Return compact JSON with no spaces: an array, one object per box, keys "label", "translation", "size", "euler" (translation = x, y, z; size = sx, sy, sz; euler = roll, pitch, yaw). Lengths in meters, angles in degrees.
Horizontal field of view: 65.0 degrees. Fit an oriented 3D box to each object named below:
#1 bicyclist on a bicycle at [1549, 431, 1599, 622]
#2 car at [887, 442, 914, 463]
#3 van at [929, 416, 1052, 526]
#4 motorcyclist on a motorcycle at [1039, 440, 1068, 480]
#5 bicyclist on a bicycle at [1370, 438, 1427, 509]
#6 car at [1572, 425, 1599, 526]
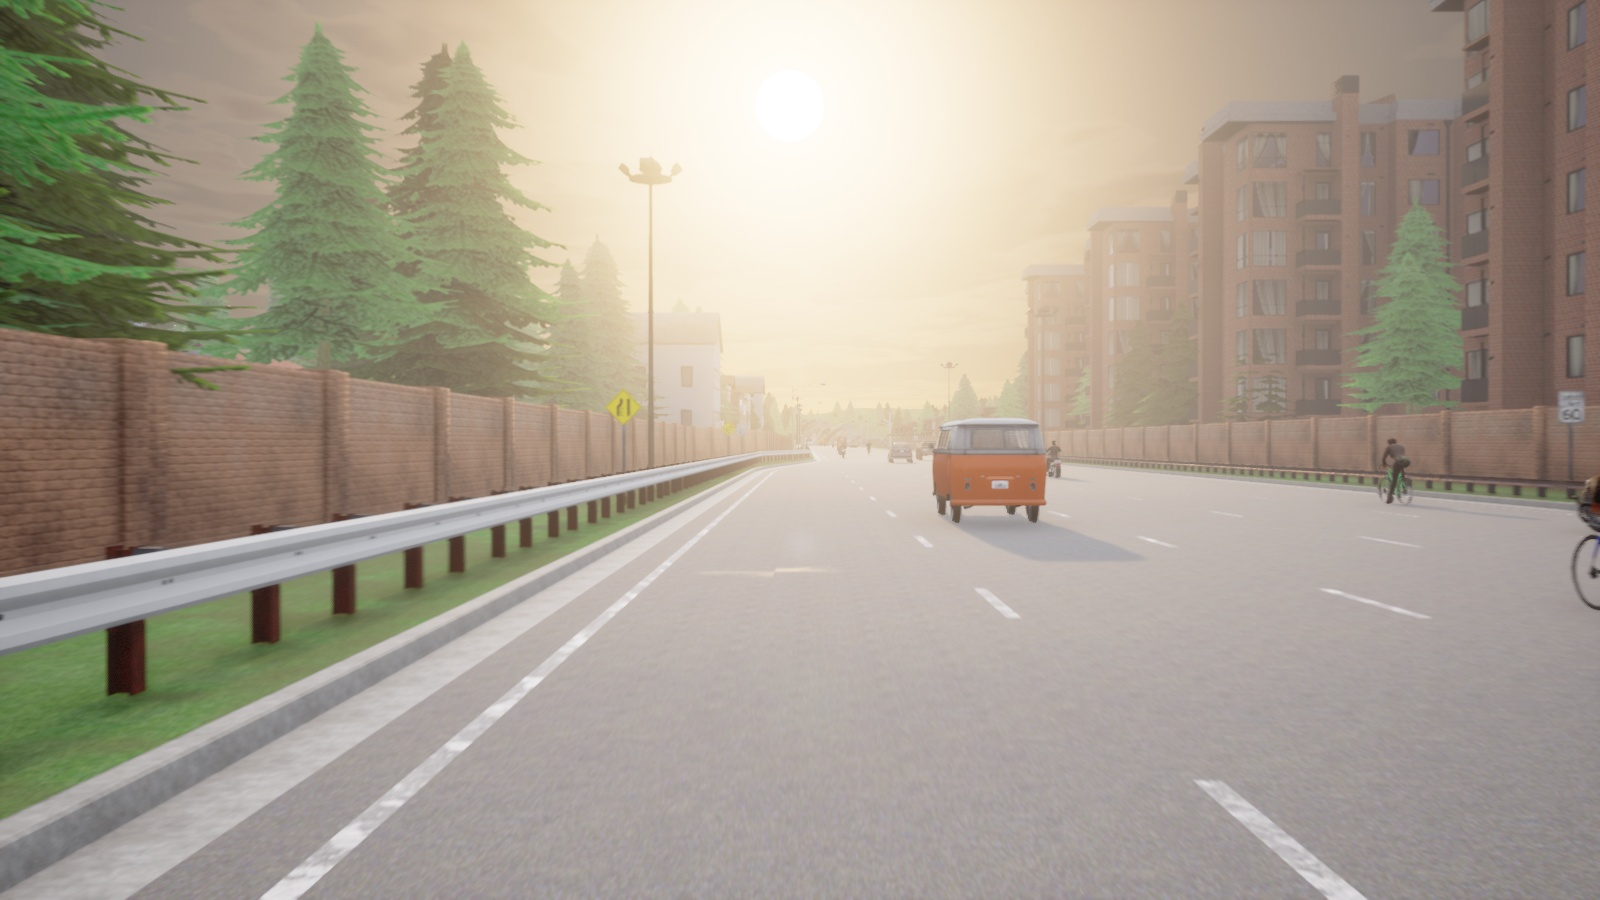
[{"label":"bicyclist on a bicycle","translation":[7.077,0.646,10.548],"size":[0.582,1.620,1.656],"euler":[0,0,0]},{"label":"car","translation":[7.554,0.203,94.759],"size":[1.789,1.549,3.705],"euler":[0,0,0]},{"label":"van","translation":[3.657,0.364,24.838],"size":[1.775,1.987,4.442],"euler":[0,0,0]},{"label":"motorcyclist on a motorcycle","translation":[10.820,0.407,53.617],"size":[0.766,1.649,2.350],"euler":[0,0,0]},{"label":"bicyclist on a bicycle","translation":[14.185,0.545,29.794],"size":[0.582,1.620,1.656],"euler":[0,0,0]},{"label":"car","translation":[14.122,0.432,18.731],"size":[2.152,1.651,5.027],"euler":[0,0,0]}]
